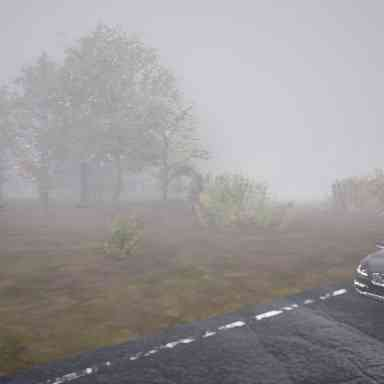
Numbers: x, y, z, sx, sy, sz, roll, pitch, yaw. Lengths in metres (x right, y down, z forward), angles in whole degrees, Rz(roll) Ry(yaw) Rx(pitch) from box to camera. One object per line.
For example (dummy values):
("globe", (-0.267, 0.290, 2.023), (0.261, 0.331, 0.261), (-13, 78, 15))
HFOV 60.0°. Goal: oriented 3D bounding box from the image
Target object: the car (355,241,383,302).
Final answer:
("car", (5.502, 1.507, 7.271), (4.892, 1.490, 1.837), (0, 0, -35))
